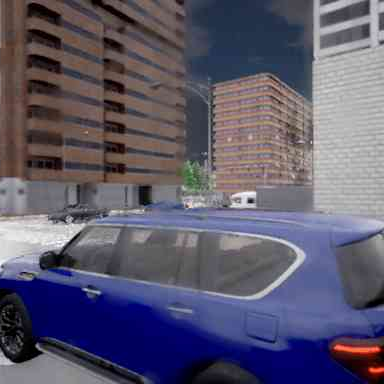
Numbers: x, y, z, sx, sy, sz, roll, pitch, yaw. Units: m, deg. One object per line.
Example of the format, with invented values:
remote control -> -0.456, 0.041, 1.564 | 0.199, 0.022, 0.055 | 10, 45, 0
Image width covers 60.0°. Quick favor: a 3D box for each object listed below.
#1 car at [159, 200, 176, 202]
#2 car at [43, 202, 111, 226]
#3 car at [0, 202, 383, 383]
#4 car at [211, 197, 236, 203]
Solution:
car -> -2.814, 1.617, 34.588 | 1.882, 1.535, 5.008 | 0, 0, 36
car -> -8.871, 1.643, 26.107 | 1.837, 1.490, 4.892 | 0, 0, 35
car -> -0.352, 1.232, 4.228 | 5.566, 2.045, 2.150 | 0, 0, 36
car -> 3.514, 1.702, 43.363 | 1.994, 1.385, 4.181 | 0, 0, 36
